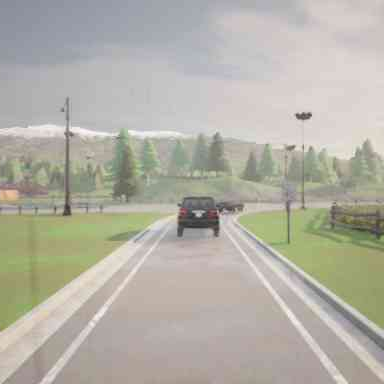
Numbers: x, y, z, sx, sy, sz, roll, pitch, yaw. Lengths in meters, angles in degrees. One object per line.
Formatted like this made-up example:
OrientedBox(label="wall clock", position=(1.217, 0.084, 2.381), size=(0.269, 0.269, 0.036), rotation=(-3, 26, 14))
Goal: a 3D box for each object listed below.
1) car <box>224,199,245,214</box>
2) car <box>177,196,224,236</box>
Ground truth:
OrientedBox(label="car", position=(4.455, 1.549, 36.885), size=(1.837, 1.490, 4.892), rotation=(0, -2, 26))
OrientedBox(label="car", position=(0.342, 1.234, 18.575), size=(2.150, 2.045, 5.566), rotation=(0, -1, 1))
